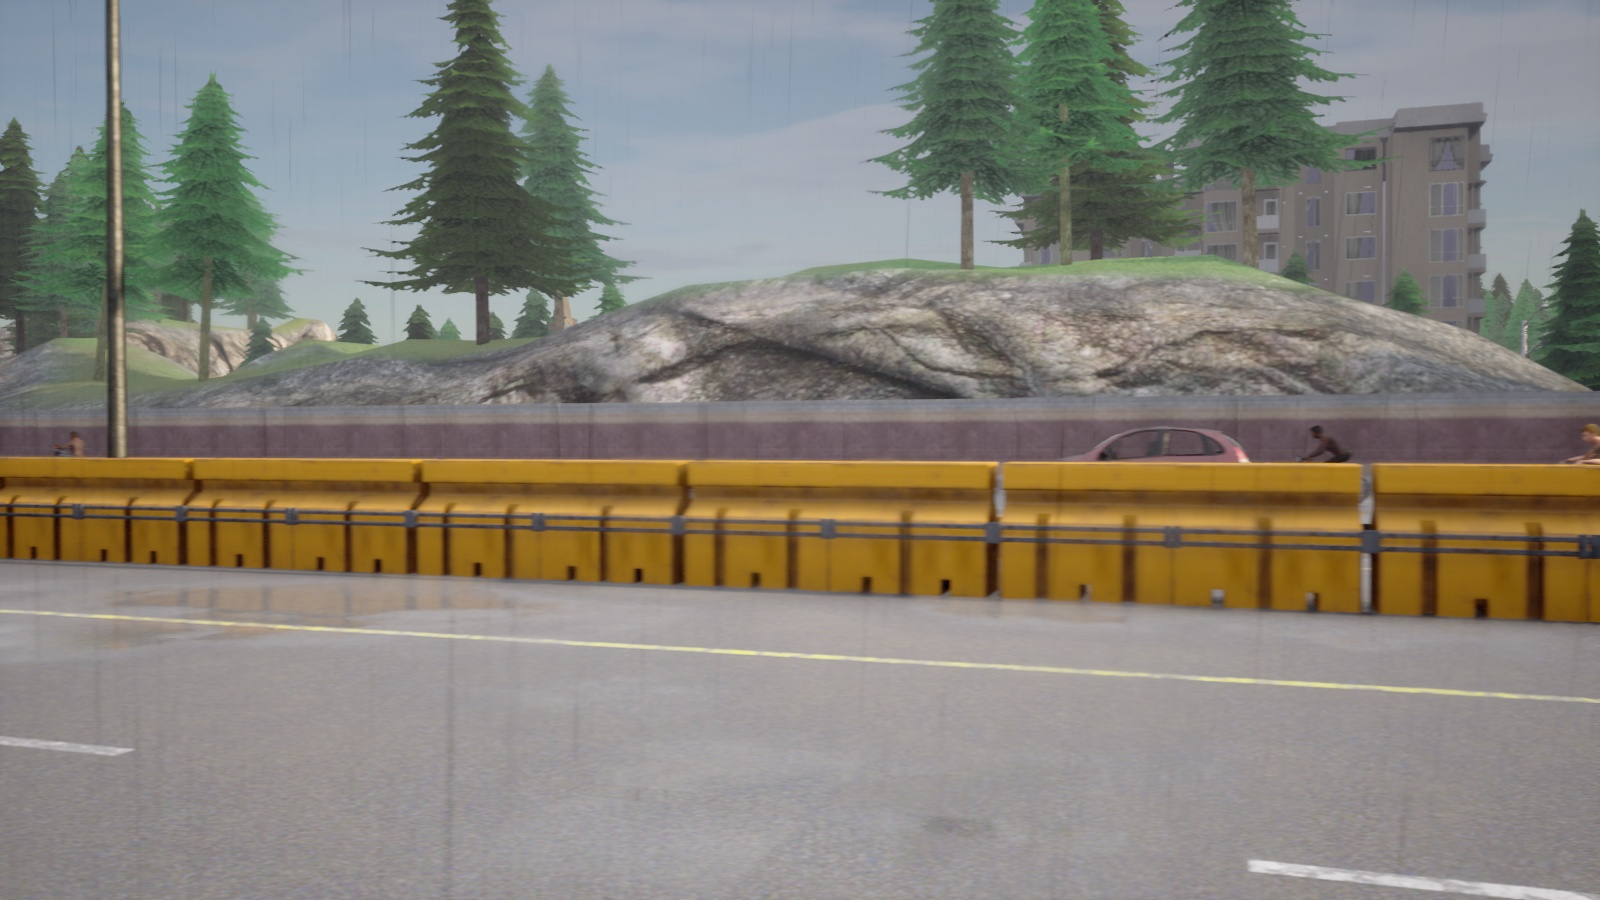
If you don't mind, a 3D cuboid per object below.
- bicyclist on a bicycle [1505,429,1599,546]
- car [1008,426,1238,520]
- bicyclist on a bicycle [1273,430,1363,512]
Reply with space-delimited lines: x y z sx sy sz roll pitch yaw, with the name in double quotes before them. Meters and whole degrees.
"bicyclist on a bicycle" 11.014 0.516 17.924 1.509 1.612 0.866 1 1 19
"car" 6.014 0.372 23.330 3.988 1.617 1.851 1 1 19
"bicyclist on a bicycle" 10.494 0.409 25.502 1.656 1.620 0.582 0 1 19
